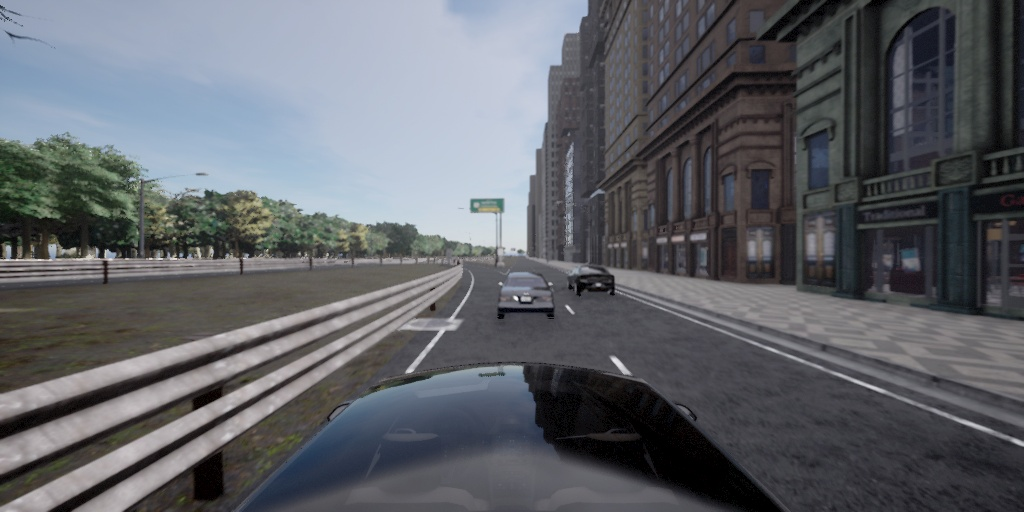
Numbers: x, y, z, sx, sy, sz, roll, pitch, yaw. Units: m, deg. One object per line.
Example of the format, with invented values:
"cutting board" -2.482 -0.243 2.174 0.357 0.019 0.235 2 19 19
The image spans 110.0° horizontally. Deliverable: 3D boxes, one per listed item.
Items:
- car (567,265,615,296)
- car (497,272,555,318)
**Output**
"car" 4.150 1.213 19.419 1.882 1.535 5.008 0 0 1
"car" 0.480 1.286 12.827 2.033 1.411 5.357 0 0 2
